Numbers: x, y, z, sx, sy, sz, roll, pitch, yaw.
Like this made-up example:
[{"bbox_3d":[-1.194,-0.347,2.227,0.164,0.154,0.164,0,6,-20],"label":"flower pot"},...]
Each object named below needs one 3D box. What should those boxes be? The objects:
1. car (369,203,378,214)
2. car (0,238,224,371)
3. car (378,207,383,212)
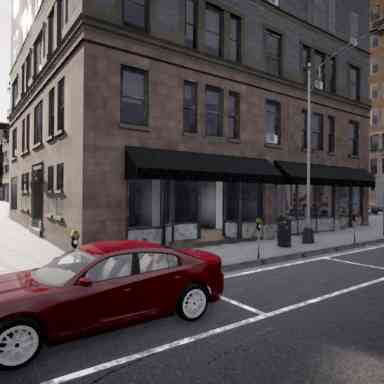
[{"bbox_3d":[14.143,1.363,30.824,1.812,1.442,4.674,1,0,-33],"label":"car"},{"bbox_3d":[-1.490,1.545,5.690,4.507,1.381,1.887,0,1,-35],"label":"car"},{"bbox_3d":[16.400,1.369,33.254,1.837,1.490,4.892,1,0,-35],"label":"car"}]
